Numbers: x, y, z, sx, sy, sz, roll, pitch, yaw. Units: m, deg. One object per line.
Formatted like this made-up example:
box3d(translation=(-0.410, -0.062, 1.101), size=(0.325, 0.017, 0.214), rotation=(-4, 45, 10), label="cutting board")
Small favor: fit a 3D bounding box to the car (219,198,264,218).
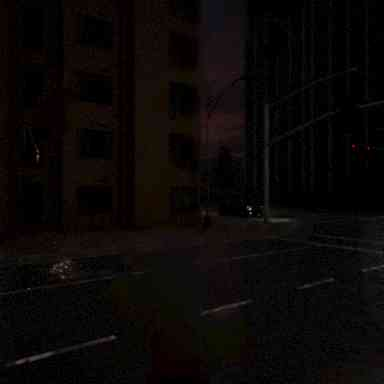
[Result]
box3d(translation=(4.517, 1.384, 30.510), size=(2.097, 1.767, 4.553), rotation=(0, 0, -34), label="car")
